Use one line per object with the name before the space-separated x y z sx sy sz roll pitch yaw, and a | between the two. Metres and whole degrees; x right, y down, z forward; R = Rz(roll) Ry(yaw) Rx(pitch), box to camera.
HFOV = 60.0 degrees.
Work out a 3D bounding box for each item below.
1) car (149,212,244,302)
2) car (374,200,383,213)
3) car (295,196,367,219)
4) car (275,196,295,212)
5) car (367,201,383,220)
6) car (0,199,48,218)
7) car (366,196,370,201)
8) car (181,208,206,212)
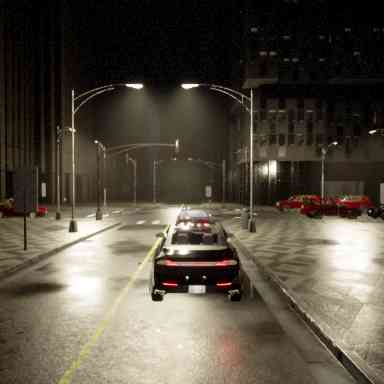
car | 0.086 1.490 8.253 2.128 1.511 4.902 0 0 0
car | 23.328 1.634 37.754 4.313 1.339 1.947 0 1 0
car | 12.074 1.462 29.175 5.009 1.841 2.192 0 1 0
car | 12.044 1.325 37.698 5.009 1.841 2.192 0 1 0
car | 17.716 1.742 29.204 4.313 1.339 1.947 0 1 0
car | -14.968 1.566 29.050 4.507 1.381 1.887 0 1 0
car | 17.687 1.353 37.725 5.009 1.841 2.192 0 1 0
car | 0.071 1.550 17.963 2.033 1.411 5.357 0 0 0
